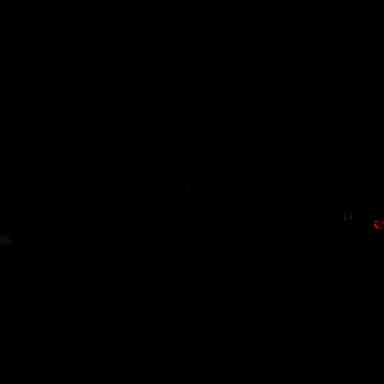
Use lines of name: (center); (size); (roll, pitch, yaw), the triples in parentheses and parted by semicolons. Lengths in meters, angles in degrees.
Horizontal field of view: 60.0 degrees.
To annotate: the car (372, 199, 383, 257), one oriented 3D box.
car: (7.970, 1.191, 12.256); (2.150, 2.045, 5.566); (-1, -1, 32)
